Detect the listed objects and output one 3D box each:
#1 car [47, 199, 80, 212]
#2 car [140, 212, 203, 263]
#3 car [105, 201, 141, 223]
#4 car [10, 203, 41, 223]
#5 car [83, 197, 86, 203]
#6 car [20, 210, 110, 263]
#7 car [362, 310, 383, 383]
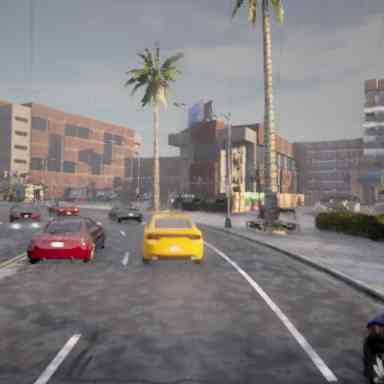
[{"bbox_3d":[-12.124,1.573,31.080,1.895,1.301,4.718,1,0,-36],"label":"car"},{"bbox_3d":[-0.826,1.532,12.189,1.882,1.535,5.008,1,-1,-8],"label":"car"},{"bbox_3d":[-5.379,1.622,26.447,1.994,1.385,4.181,1,0,-26],"label":"car"},{"bbox_3d":[-12.603,1.496,25.133,1.994,1.385,4.181,1,-1,-29],"label":"car"},{"bbox_3d":[-23.821,1.236,67.762,4.553,1.767,2.185,1,0,30],"label":"car"},{"bbox_3d":[-4.321,1.560,12.012,1.994,1.385,4.181,1,0,-8],"label":"car"},{"bbox_3d":[2.962,1.412,1.949,2.097,1.767,4.553,1,0,1],"label":"car"}]
